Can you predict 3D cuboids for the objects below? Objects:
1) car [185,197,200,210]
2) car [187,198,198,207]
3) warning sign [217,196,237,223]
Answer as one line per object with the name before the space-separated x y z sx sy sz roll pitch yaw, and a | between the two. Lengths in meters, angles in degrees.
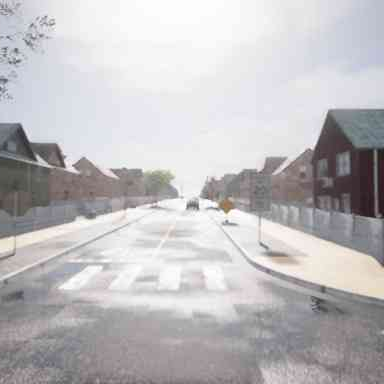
car | 0.096 1.800 47.886 1.837 1.490 4.892 0 -1 0
car | 0.093 1.864 60.338 1.882 1.535 5.008 0 0 0
warning sign | 2.491 1.258 23.999 1.300 1.860 1.060 -2 -2 0
